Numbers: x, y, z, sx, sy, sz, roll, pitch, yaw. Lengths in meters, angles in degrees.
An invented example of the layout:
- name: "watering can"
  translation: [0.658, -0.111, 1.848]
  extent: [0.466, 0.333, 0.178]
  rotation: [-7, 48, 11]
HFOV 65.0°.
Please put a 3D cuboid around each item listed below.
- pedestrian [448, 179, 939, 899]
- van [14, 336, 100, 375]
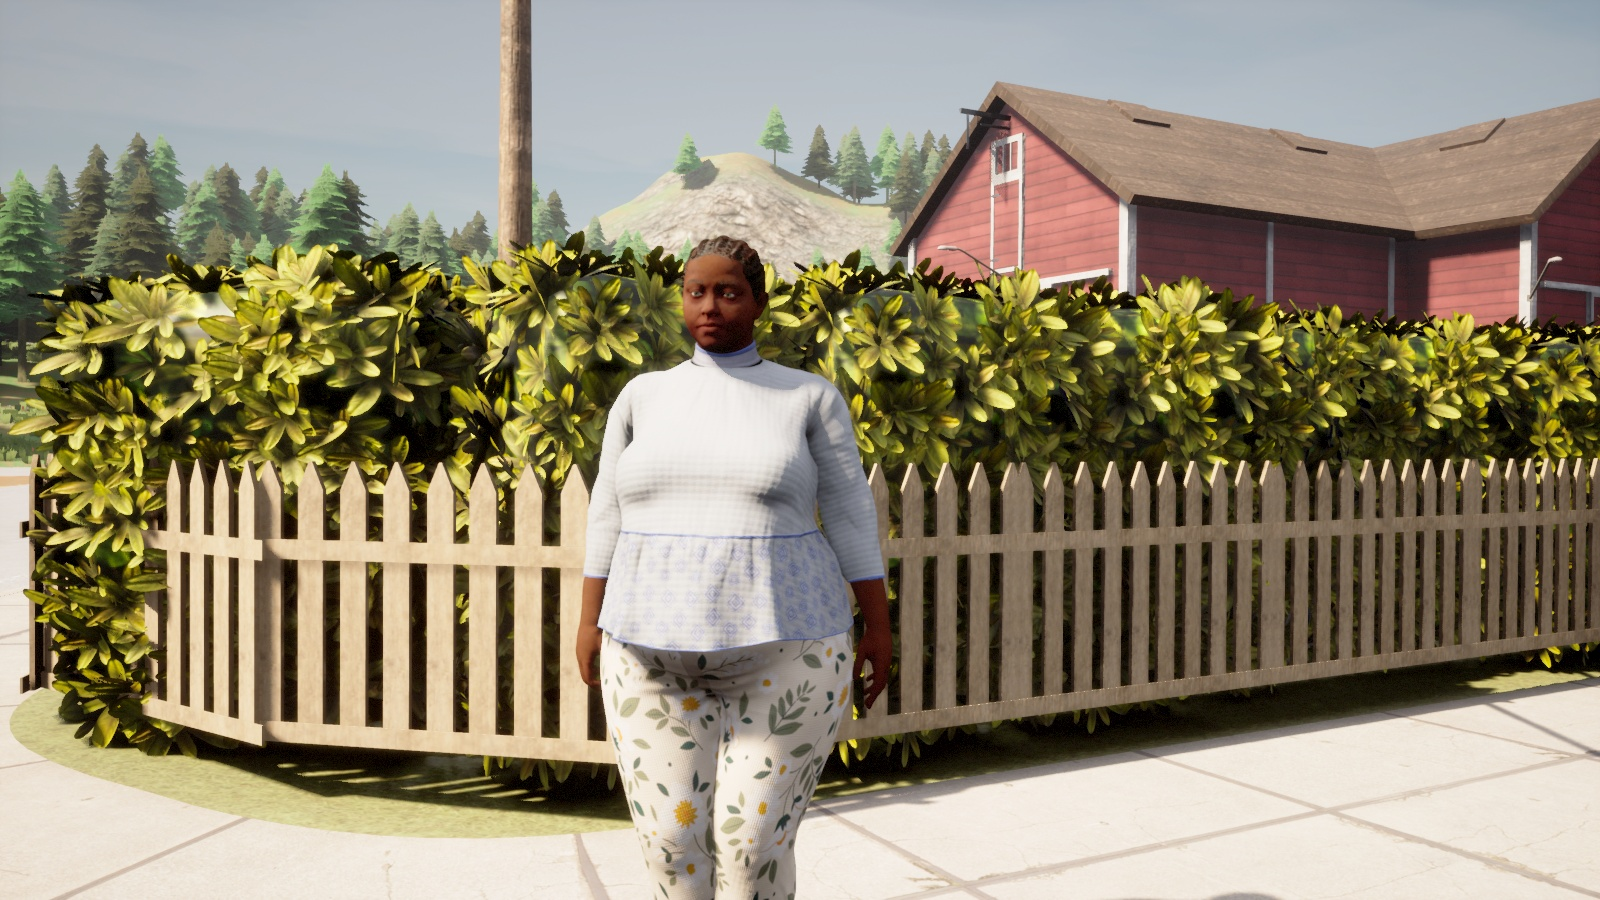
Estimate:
- name: "pedestrian"
  translation: [-0.169, 0.424, 2.858]
  extent: [0.874, 1.855, 0.900]
  rotation: [-1, 1, 11]
- name: "van"
  translation: [-50.538, -6.376, 85.506]
  extent: [2.069, 2.038, 4.480]
  rotation: [0, -3, 31]
